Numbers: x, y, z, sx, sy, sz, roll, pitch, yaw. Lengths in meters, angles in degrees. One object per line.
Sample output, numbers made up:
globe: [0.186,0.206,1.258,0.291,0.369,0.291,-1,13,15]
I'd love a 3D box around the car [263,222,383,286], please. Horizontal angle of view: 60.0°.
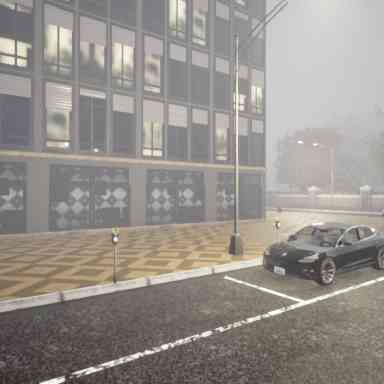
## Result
car: [3.930,1.562,9.447,4.313,1.339,1.947,0,0,-35]
